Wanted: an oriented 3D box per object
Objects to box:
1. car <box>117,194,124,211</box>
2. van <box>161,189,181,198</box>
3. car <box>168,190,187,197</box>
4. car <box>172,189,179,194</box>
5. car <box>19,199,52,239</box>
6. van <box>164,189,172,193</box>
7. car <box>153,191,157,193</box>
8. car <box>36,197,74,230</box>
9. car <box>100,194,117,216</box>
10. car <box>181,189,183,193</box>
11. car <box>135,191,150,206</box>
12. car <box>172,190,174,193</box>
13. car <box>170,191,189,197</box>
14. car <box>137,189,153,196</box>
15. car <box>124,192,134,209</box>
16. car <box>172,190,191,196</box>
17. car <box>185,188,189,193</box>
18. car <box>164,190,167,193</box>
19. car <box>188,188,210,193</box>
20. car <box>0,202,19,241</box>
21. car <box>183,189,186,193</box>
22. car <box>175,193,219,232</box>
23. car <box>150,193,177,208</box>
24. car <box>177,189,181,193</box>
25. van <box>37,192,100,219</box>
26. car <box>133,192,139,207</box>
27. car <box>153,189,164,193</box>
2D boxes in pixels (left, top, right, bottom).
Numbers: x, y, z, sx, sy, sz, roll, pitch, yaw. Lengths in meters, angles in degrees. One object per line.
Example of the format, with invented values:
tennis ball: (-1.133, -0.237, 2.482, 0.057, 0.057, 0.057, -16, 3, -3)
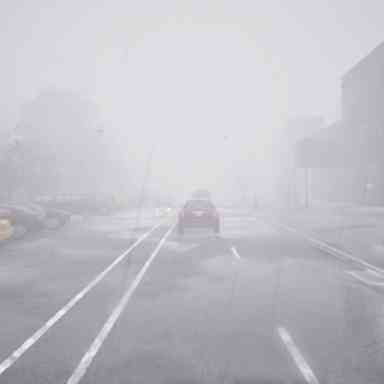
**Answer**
car: (-8.788, 0.988, 29.937, 4.553, 1.767, 2.185, -1, 1, -18)
van: (-5.097, 0.363, 80.207, 4.442, 1.987, 1.878, -1, 1, -14)
car: (-3.918, 0.355, 89.100, 4.553, 1.767, 2.185, -1, 1, -13)
car: (-5.899, 0.718, 71.377, 4.674, 1.452, 2.002, -1, 1, -15)
car: (-9.289, 1.309, 15.086, 5.008, 1.535, 2.097, -1, 1, -19)
van: (-6.615, 0.531, 62.576, 4.442, 1.987, 1.878, -1, 0, -15)
car: (-7.858, 0.947, 47.737, 4.674, 1.452, 2.002, -1, 0, -16)
car: (-9.233, 1.270, 18.063, 5.008, 1.535, 2.097, -1, 1, -19)
car: (-8.946, 1.152, 26.970, 5.008, 1.535, 2.097, -1, 0, -18)
car: (-5.296, 0.619, 77.286, 5.008, 1.535, 2.097, -1, 1, -14)
car: (-8.233, 0.973, 41.808, 4.892, 1.521, 2.231, -1, 0, -17)
car: (-6.459, 0.772, 65.502, 4.674, 1.452, 2.002, -1, 1, -15)
car: (-3.586, 0.444, 92.046, 4.892, 1.521, 2.231, -1, 0, -13)
car: (-8.015, 0.813, 44.772, 4.553, 1.767, 2.185, -1, 1, -17)
car: (-8.682, 1.077, 32.901, 5.008, 1.535, 2.097, -1, 1, -18)
car: (-3.020, 0.396, 95.034, 5.366, 1.575, 1.946, -1, 0, -13)
car: (0.267, 0.352, 79.422, 1.882, 1.535, 5.008, 0, 1, 6)
car: (-7.213, 0.855, 56.624, 4.674, 1.452, 2.002, -1, 0, -16)
car: (1.085, 0.761, 36.462, 2.150, 2.045, 5.566, 0, 1, 3)
car: (-9.532, 1.350, 12.055, 5.366, 1.575, 1.946, -1, 1, -19)
car: (-4.649, 0.593, 83.196, 4.674, 1.452, 2.002, -1, 0, -14)
car: (0.392, 1.124, 18.608, 2.097, 1.767, 4.553, 0, 1, 1)
car: (-3.171, 1.087, 38.111, 1.994, 1.385, 4.181, 0, 1, 3)
car: (-5.793, 0.650, 74.288, 5.366, 1.575, 1.946, -1, 1, -14)
van: (-9.159, 0.967, 23.952, 4.442, 1.987, 1.878, -1, 1, -18)
car: (-8.515, 1.070, 35.880, 4.792, 1.488, 2.163, -1, 0, -17)
car: (-7.683, 0.625, 50.684, 5.566, 2.045, 2.435, -1, 1, -16)
